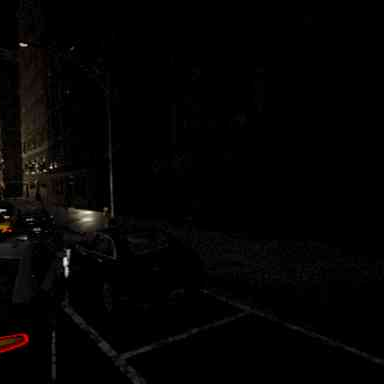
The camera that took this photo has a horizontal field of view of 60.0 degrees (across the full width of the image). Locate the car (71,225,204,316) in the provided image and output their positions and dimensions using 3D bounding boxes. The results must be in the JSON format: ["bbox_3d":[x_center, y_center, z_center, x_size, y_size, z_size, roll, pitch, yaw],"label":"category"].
[{"bbox_3d":[-1.521,1.394,7.149,2.008,1.369,4.403,-3,2,-36],"label":"car"}]

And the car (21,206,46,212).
[{"bbox_3d":[-7.875,1.344,15.913,2.008,1.369,4.403,-3,2,-36],"label":"car"}]

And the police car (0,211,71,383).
[{"bbox_3d":[-2.935,1.367,4.841,1.930,1.638,5.238,-2,2,-19],"label":"police car"}]

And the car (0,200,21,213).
[{"bbox_3d":[-8.206,1.331,13.097,1.801,1.575,5.366,-3,2,-34],"label":"car"}]
